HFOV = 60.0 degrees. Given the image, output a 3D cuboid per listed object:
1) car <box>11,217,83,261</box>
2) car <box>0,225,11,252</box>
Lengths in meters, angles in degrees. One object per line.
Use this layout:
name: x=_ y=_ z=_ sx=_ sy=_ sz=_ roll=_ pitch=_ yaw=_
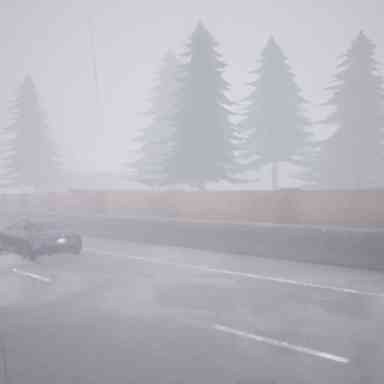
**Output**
car: x=-6.086 y=1.691 z=12.968 sx=4.181 sy=1.385 sz=1.994 roll=-1 pitch=0 yaw=41
car: x=-7.598 y=1.344 z=9.636 sx=5.566 sy=2.045 sz=2.150 roll=0 pitch=0 yaw=40
